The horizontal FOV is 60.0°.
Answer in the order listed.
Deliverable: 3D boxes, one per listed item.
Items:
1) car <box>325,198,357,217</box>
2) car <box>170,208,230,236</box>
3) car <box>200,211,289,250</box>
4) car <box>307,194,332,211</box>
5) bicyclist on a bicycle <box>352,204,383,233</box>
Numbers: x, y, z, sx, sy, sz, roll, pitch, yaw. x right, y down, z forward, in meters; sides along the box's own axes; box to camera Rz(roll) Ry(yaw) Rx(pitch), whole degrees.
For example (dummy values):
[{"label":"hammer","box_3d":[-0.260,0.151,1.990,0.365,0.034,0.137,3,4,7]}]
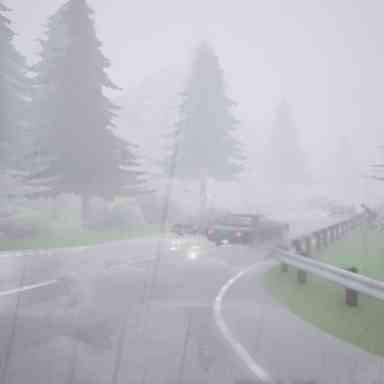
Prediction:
[{"label":"car","box_3d":[14.407,1.588,31.895,1.812,1.442,4.674,0,0,33]},{"label":"car","box_3d":[1.022,1.586,18.449,2.033,1.411,5.357,0,0,34]},{"label":"car","box_3d":[2.620,1.629,14.670,1.895,1.301,4.718,0,0,37]},{"label":"car","box_3d":[15.945,1.306,41.076,2.150,2.045,5.566,0,0,33]},{"label":"bicyclist on a bicycle","box_3d":[9.908,1.488,18.914,1.656,1.620,0.582,0,0,34]}]
